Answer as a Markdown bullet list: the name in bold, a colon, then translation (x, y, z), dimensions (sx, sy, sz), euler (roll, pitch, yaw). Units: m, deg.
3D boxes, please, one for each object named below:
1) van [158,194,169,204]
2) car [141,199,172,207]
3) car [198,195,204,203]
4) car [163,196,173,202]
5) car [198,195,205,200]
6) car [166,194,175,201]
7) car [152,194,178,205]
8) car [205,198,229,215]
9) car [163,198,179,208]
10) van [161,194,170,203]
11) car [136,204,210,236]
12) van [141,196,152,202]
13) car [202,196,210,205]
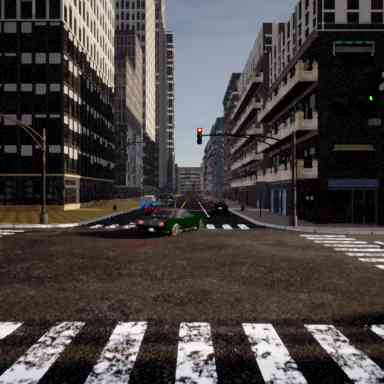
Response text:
- **van**: translation (-5.678, 1.353, 66.345), dimensions (1.690, 1.788, 3.998), euler (0, 0, 0)
- **car**: translation (-3.095, 1.603, 29.564), dimensions (1.895, 1.301, 4.718), euler (0, 0, 0)
- **car**: translation (2.702, 1.560, 60.690), dimensions (2.008, 1.369, 4.403), euler (0, 0, 0)
- **car**: translation (-5.674, 1.567, 77.654), dimensions (2.008, 1.369, 4.403), euler (0, 0, 0)
- **car**: translation (2.710, 1.590, 94.615), dimensions (1.947, 1.339, 4.313), euler (0, 0, 0)
- **car**: translation (-5.672, 1.336, 88.963), dimensions (2.192, 1.841, 5.009), euler (0, 0, 0)
- **car**: translation (-3.095, 1.225, 39.463), dimensions (2.150, 2.045, 5.566), euler (0, 0, 0)
- **car**: translation (2.696, 1.568, 33.760), dimensions (1.947, 1.339, 4.313), euler (0, 0, 0)
- **car**: translation (-3.072, 1.570, 49.553), dimensions (1.994, 1.385, 4.181), euler (0, 0, 0)
- **van**: translation (-5.676, 1.355, 72.000), dimensions (1.690, 1.788, 3.998), euler (0, 0, 0)
- **car**: translation (-0.996, 1.593, 18.533), dimensions (1.895, 1.301, 4.718), euler (1, 0, 28)
- **van**: translation (-5.683, 1.346, 43.728), dimensions (1.690, 1.788, 3.998), euler (0, 0, 0)
- **car**: translation (2.698, 1.549, 43.727), dimensions (1.887, 1.381, 4.507), euler (0, 0, 0)
